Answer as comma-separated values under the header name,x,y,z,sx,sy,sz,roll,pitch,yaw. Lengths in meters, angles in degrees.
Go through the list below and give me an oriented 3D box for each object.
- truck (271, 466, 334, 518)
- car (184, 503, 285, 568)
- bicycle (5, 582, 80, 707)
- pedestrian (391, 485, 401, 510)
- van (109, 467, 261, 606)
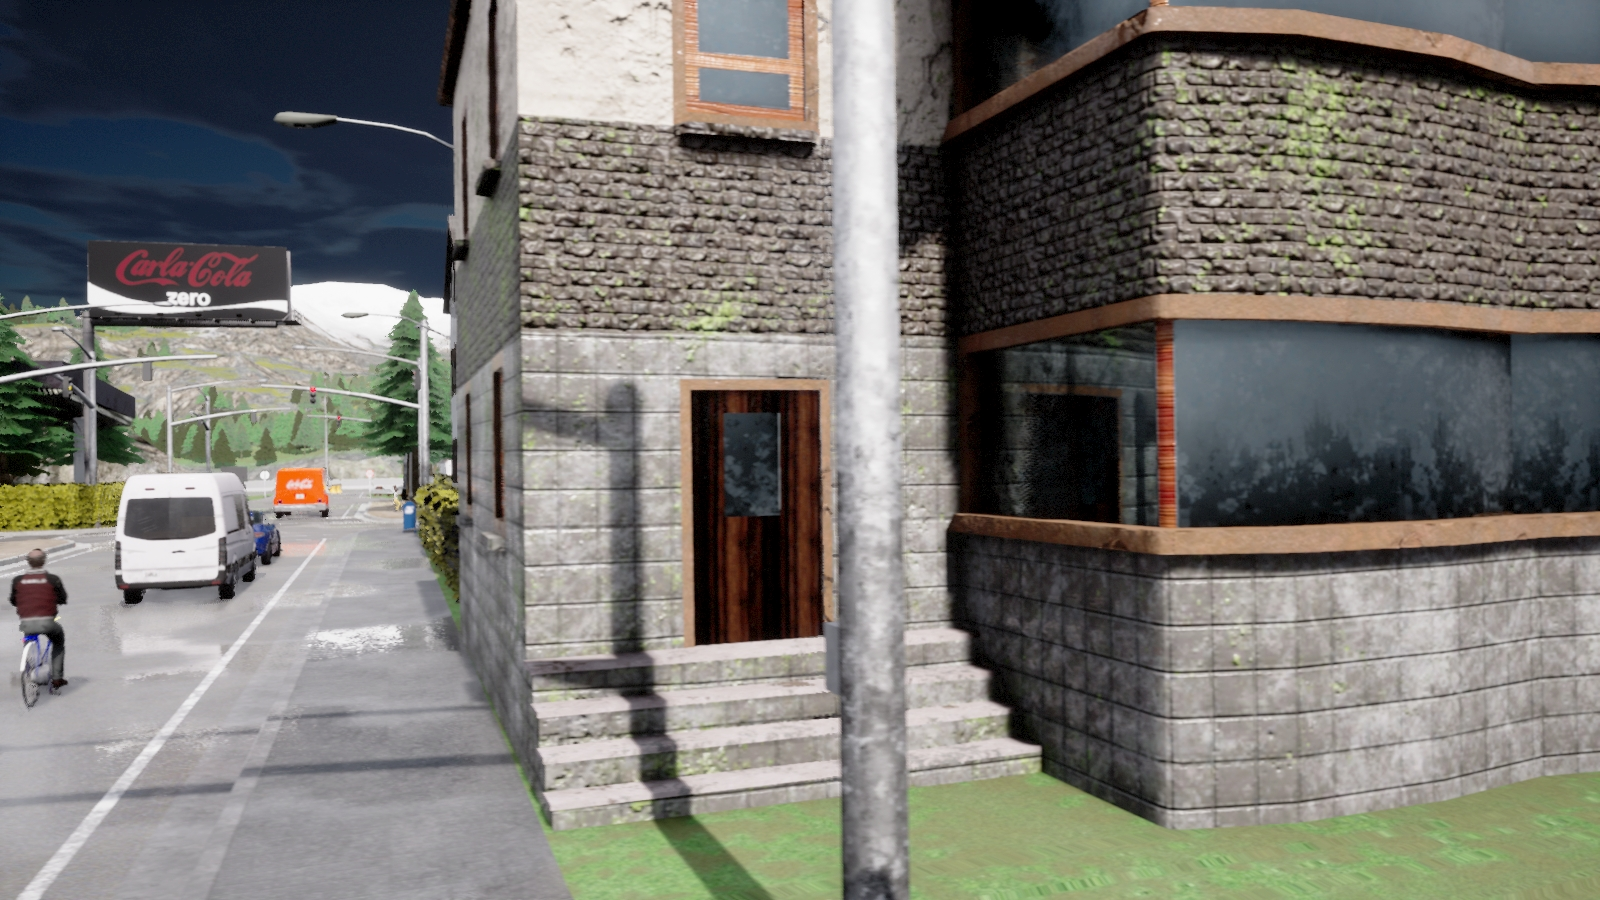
name,x,y,z,sx,sy,sz,roll,pitch,yaw
truck,-25.765,2.122,59.316,2.627,2.467,5.204,-1,0,-20
car,-15.637,2.315,31.845,2.002,1.442,4.674,-1,0,-20
bicycle,-8.853,2.227,13.398,0.329,1.171,1.835,-1,0,-21
pedestrian,-20.962,2.457,59.294,0.375,1.300,0.375,-1,0,-5
van,-13.075,1.685,24.685,1.988,2.561,5.915,-1,0,-20
